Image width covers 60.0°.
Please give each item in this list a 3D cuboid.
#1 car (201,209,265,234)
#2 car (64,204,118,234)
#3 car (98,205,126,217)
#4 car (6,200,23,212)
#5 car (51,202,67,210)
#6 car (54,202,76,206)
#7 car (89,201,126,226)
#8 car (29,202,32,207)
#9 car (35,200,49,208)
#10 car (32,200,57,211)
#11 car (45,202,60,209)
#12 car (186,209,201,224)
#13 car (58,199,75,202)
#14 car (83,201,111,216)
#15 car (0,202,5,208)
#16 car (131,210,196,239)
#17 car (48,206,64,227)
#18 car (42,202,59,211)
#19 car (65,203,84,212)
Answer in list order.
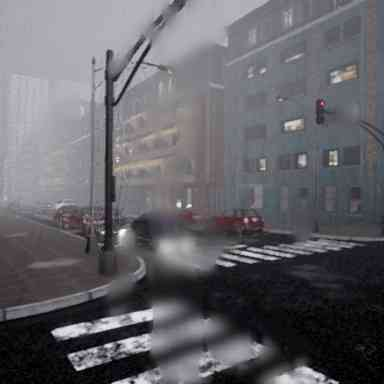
[{"bbox_3d":[2.791,1.815,22.095,1.967,1.590,4.097,0,-1,-34],"label":"car"},{"bbox_3d":[-6.841,1.816,22.202,1.967,1.590,4.097,0,-1,-34],"label":"car"},{"bbox_3d":[-9.748,2.275,40.404,1.947,1.339,4.313,0,-1,-34],"label":"car"},{"bbox_3d":[-28.774,2.400,54.255,1.967,1.590,4.097,0,-1,-34],"label":"car"},{"bbox_3d":[-25.414,2.691,63.299,1.947,1.339,4.313,0,-1,-34],"label":"car"},{"bbox_3d":[-12.845,2.123,35.374,1.837,1.490,4.892,1,-2,-34],"label":"car"},{"bbox_3d":[-7.063,1.814,26.916,2.097,1.767,4.553,1,-1,-34],"label":"car"},{"bbox_3d":[-41.177,3.065,86.335,1.752,1.417,4.829,0,-1,-34],"label":"car"},{"bbox_3d":[-34.817,2.688,77.039,2.192,1.841,5.009,0,-1,-34],"label":"car"},{"bbox_3d":[-21.338,1.985,47.954,1.812,1.442,4.674,1,-1,-34],"label":"car"},{"bbox_3d":[-28.548,2.758,67.878,2.008,1.369,4.403,0,-1,-34],"label":"car"},{"bbox_3d":[-0.344,2.040,26.670,1.802,1.307,4.206,0,-1,-34],"label":"car"},{"bbox_3d":[-18.675,2.089,49.122,2.150,2.045,5.566,1,-1,-34],"label":"car"},{"bbox_3d":[-12.884,2.108,44.986,2.192,1.841,5.009,0,-1,-34],"label":"car"},{"bbox_3d":[-44.344,2.895,77.009,1.752,1.417,4.829,0,-1,-34],"label":"car"},{"bbox_3d":[-1.941,1.889,19.428,1.994,1.385,4.181,1,-1,-35],"label":"car"},{"bbox_3d":[-9.973,2.041,26.779,1.802,1.307,4.206,0,-1,-34],"label":"car"},{"bbox_3d":[-24.538,2.548,57.666,1.812,1.442,4.674,1,-1,-35],"label":"car"},{"bbox_3d":[-19.147,2.541,54.141,1.802,1.307,4.206,0,-1,-34],"label":"car"}]
